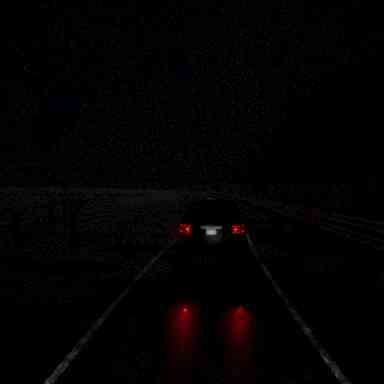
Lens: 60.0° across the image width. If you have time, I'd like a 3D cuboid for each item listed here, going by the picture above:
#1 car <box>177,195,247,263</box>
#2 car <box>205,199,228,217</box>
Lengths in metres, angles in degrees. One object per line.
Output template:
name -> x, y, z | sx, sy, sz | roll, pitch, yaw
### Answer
car -> 0.769, 1.257, 12.262 | 2.150, 2.045, 5.566 | 0, 0, 4
car -> 2.396, 1.493, 33.148 | 2.128, 1.511, 4.902 | 0, 0, 3
